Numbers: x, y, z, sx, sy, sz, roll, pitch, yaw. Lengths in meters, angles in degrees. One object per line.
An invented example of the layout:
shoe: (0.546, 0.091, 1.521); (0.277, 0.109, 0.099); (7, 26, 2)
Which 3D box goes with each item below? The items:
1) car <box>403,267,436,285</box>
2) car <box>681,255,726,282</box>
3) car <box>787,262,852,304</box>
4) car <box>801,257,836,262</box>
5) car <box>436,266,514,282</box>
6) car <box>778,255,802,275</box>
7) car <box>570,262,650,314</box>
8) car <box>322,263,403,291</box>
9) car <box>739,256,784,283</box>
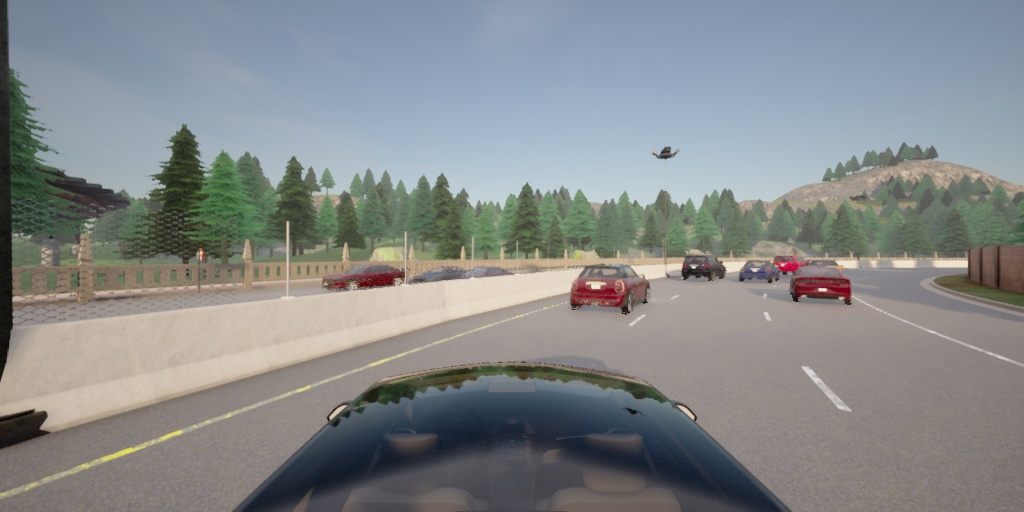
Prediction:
car: (-4.034, 1.297, 21.403); (1.994, 1.385, 4.181); (0, 0, 34)
car: (15.708, 0.956, 29.300); (2.150, 2.045, 5.566); (0, 0, 43)
car: (13.982, 1.222, 16.418); (1.882, 1.535, 5.008); (0, 0, 36)
car: (24.839, 1.093, 28.441); (4.553, 1.767, 2.097); (0, 0, -44)
car: (-1.542, 1.262, 18.886); (1.812, 1.442, 4.674); (0, 0, 33)
car: (27.555, 0.957, 35.379); (5.566, 2.045, 2.150); (0, 0, -39)
car: (3.998, 1.093, 14.122); (2.097, 1.767, 4.553); (0, 0, 32)
car: (-8.475, 1.209, 20.973); (1.882, 1.535, 5.008); (0, 0, 32)
car: (19.390, 1.090, 27.981); (2.097, 1.767, 4.553); (0, 0, 44)
